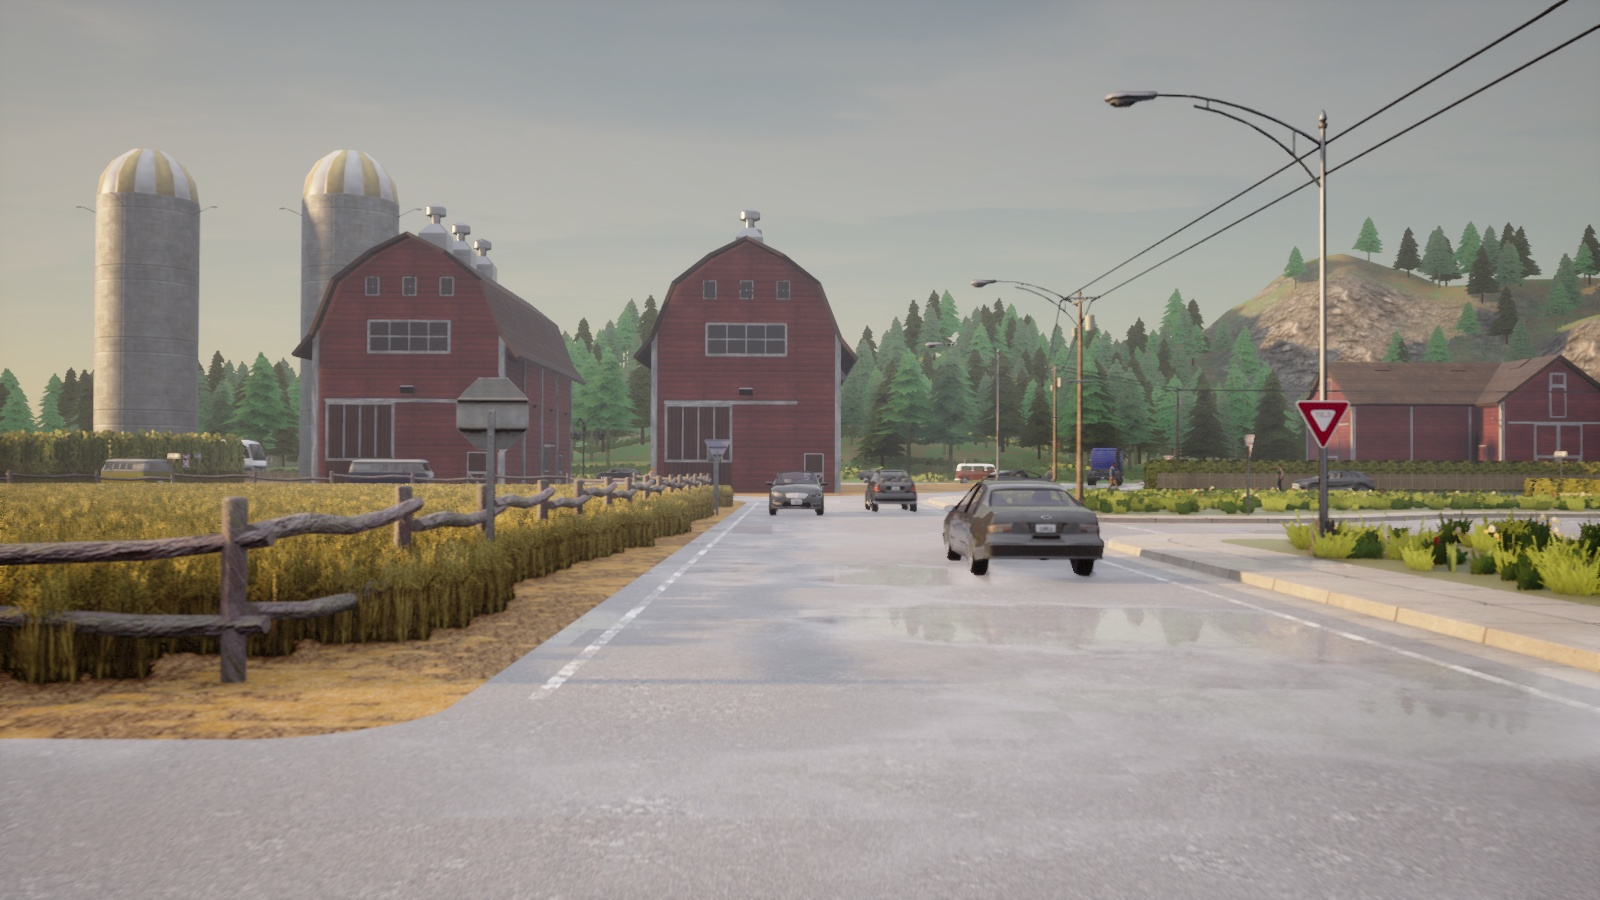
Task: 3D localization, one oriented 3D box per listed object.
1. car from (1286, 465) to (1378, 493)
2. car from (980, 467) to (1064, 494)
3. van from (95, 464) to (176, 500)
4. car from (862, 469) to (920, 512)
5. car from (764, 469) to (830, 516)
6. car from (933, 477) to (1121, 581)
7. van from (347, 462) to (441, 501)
[{"bbox_3d":[33.157,1.802,78.347,4.856,1.649,2.033,0,-1,0],"label":"car"},{"bbox_3d":[12.949,1.760,73.367,4.514,1.525,2.007,0,-1,-26],"label":"car"},{"bbox_3d":[-37.461,1.791,70.772,4.442,1.987,1.775,-1,-1,27],"label":"van"},{"bbox_3d":[3.418,1.503,47.690,1.789,1.549,3.705,0,-1,-2],"label":"car"},{"bbox_3d":[-0.109,1.432,43.602,2.128,1.511,4.902,0,-1,0],"label":"car"},{"bbox_3d":[3.450,1.153,20.195,2.033,1.411,5.357,0,-1,0],"label":"car"},{"bbox_3d":[-21.454,1.661,66.429,4.442,1.987,1.775,0,-1,-3],"label":"van"}]
